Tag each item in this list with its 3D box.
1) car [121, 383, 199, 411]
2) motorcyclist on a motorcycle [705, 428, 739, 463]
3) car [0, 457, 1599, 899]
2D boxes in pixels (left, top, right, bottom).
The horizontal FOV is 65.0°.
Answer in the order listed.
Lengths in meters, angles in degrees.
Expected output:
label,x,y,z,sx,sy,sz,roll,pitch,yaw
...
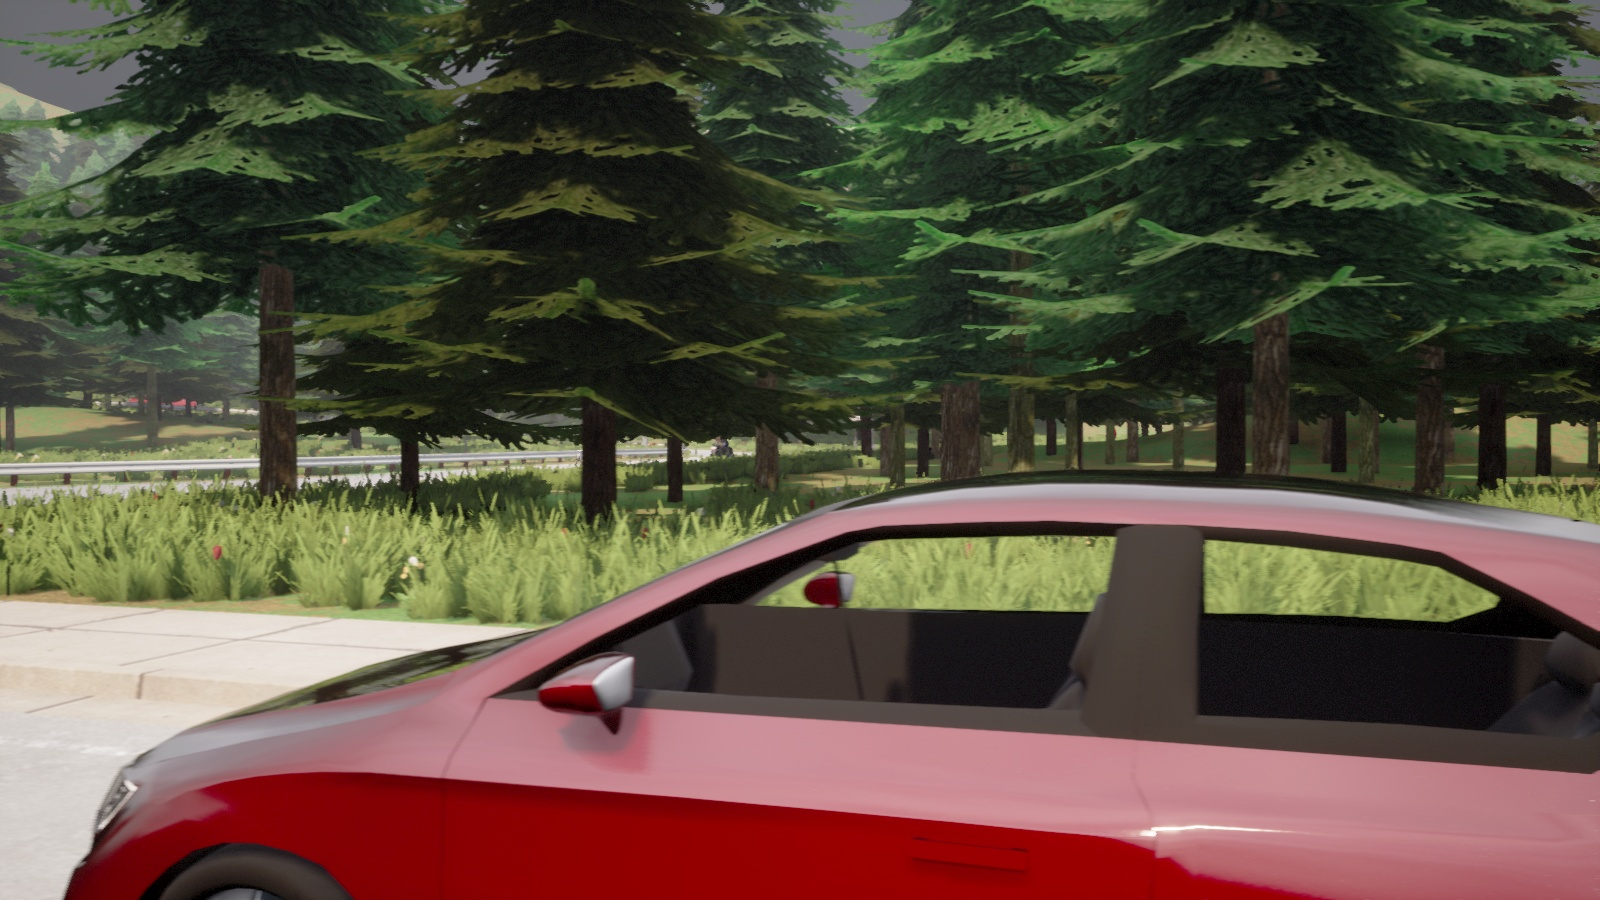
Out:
label,x,y,z,sx,sy,sz,roll,pitch,yaw
car,-44.548,-3.676,87.559,4.514,1.525,2.007,5,0,-19
motorcyclist on a motorcycle,-3.735,-0.235,60.470,0.766,1.649,2.350,1,1,20
car,0.307,0.792,3.090,4.193,1.474,1.816,1,1,19
